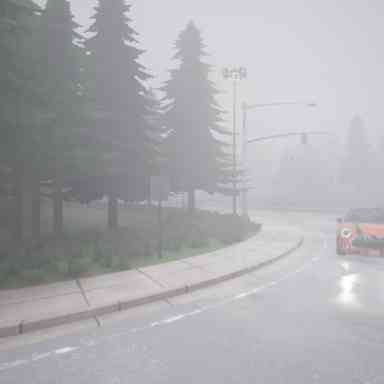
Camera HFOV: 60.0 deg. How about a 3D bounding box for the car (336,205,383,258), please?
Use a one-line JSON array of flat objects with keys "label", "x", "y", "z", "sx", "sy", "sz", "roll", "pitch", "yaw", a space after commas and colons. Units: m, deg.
[{"label": "car", "x": 6.624, "y": 1.345, "z": 12.557, "sx": 2.097, "sy": 1.767, "sz": 4.553, "roll": 0, "pitch": 0, "yaw": 23}]
